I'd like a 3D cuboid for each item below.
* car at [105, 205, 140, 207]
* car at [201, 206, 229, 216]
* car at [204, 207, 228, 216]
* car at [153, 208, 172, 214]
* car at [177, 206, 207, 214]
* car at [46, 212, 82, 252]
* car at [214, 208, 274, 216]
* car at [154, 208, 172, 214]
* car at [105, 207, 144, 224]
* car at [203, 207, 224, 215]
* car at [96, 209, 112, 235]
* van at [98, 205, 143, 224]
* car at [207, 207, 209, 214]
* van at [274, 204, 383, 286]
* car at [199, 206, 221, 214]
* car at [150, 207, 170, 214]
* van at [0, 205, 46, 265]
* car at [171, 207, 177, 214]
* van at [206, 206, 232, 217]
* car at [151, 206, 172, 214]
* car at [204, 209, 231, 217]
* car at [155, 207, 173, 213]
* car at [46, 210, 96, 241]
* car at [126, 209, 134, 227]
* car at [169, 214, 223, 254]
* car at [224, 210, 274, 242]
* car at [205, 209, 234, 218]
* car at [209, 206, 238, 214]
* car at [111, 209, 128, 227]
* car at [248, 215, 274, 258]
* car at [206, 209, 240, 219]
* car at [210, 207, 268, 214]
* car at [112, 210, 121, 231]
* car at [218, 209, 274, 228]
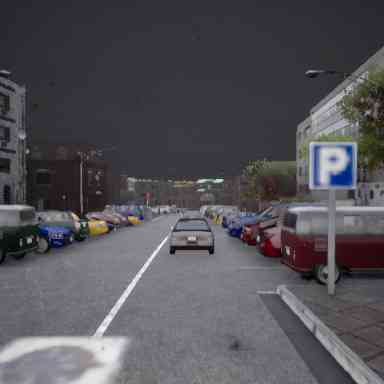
[{"bbox_3d":[-7.708,2.337,33.817,5.566,2.045,2.435,0,-2,0],"label":"car"},{"bbox_3d":[4.678,3.793,67.588,5.566,2.045,2.435,0,-2,0],"label":"car"},{"bbox_3d":[4.620,3.798,64.790,4.553,1.767,2.185,0,-2,0],"label":"car"},{"bbox_3d":[-7.676,4.869,85.802,4.674,1.452,2.002,0,-2,0],"label":"car"},{"bbox_3d":[0.000,2.298,29.680,2.097,1.767,4.553,0,-2,0],"label":"car"},{"bbox_3d":[-7.685,1.752,14.286,5.008,1.535,2.097,0,-2,0],"label":"car"},{"bbox_3d":[4.836,2.357,28.501,5.366,1.575,1.946,0,-2,0],"label":"car"},{"bbox_3d":[-7.708,4.985,88.739,4.792,1.488,2.163,0,-2,0],"label":"car"},{"bbox_3d":[-7.494,2.470,31.144,5.366,1.575,1.946,0,-2,0],"label":"car"},{"bbox_3d":[4.682,4.159,73.163,4.553,1.767,2.185,0,-2,0],"label":"car"},{"bbox_3d":[-7.865,1.990,19.989,5.366,1.575,1.946,0,-2,0],"label":"car"},{"bbox_3d":[-7.796,2.483,36.605,4.442,1.987,1.878,0,-2,0],"label":"van"},{"bbox_3d":[4.644,2.963,42.456,4.892,1.521,2.231,0,-2,0],"label":"car"},{"bbox_3d":[4.767,1.361,8.996,4.442,1.987,1.878,0,-2,0],"label":"van"},{"bbox_3d":[4.623,4.635,87.124,5.566,2.045,2.435,0,-2,0],"label":"car"},{"bbox_3d":[-7.648,4.445,79.814,4.553,1.767,2.185,0,-2,0],"label":"car"},{"bbox_3d":[-7.796,1.430,11.521,4.442,1.987,1.878,0,-2,0],"label":"van"},{"bbox_3d":[-2.999,4.422,74.829,1.994,1.385,4.181,0,-2,0],"label":"car"},{"bbox_3d":[4.768,3.457,59.212,4.442,1.987,1.878,0,-2,0],"label":"van"},{"bbox_3d":[-7.707,4.198,77.009,5.566,2.045,2.435,0,-2,0],"label":"car"},{"bbox_3d":[4.679,3.833,61.994,4.792,1.488,2.163,0,-2,0],"label":"car"},{"bbox_3d":[-7.710,4.956,91.681,4.553,1.767,2.185,0,-2,0],"label":"car"},{"bbox_3d":[-7.649,1.742,17.079,4.553,1.767,2.185,0,-2,0],"label":"car"},{"bbox_3d":[-7.677,2.388,28.228,4.674,1.452,2.002,0,-2,0],"label":"car"},{"bbox_3d":[0.000,1.855,14.684,2.033,1.411,5.357,0,-2,0],"label":"car"},{"bbox_3d":[4.621,2.029,20.127,4.792,1.488,2.163,0,-2,0],"label":"car"},{"bbox_3d":[4.648,3.603,56.410,4.674,1.452,2.002,0,-2,0],"label":"car"},{"bbox_3d":[4.618,2.716,39.672,4.553,1.767,2.185,0,-2,0],"label":"car"},{"bbox_3d":[-7.677,2.273,25.564,4.674,1.452,2.002,0,-2,0],"label":"car"},{"bbox_3d":[4.680,1.693,11.773,4.792,1.488,2.163,0,-2,0],"label":"car"},{"bbox_3d":[4.645,3.327,50.954,5.008,1.535,2.097,0,-2,0],"label":"car"},{"bbox_3d":[4.836,2.598,34.083,5.366,1.575,1.946,0,-2,0],"label":"car"},{"bbox_3d":[-7.651,2.142,22.777,4.792,1.488,2.163,0,-2,0],"label":"car"},{"bbox_3d":[4.680,2.269,25.709,4.792,1.488,2.163,0,-2,0],"label":"car"}]
